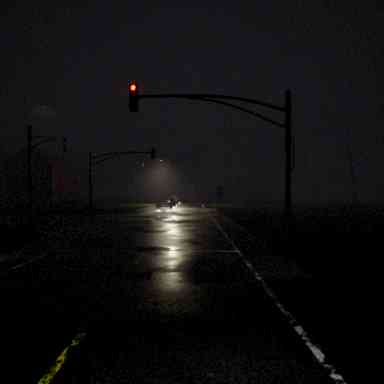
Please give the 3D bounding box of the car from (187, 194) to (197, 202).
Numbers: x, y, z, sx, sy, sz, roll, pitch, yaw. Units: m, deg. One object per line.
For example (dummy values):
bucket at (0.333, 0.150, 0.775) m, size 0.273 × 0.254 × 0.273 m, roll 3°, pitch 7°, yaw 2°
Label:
car at (0.001, 1.474, 71.769) m, size 1.994 × 1.385 × 4.181 m, roll 0°, pitch 0°, yaw 0°

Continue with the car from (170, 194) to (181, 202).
car at (-3.501, 1.266, 72.458) m, size 2.097 × 1.767 × 4.553 m, roll 0°, pitch 0°, yaw 0°

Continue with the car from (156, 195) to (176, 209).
car at (-3.591, 1.530, 44.470) m, size 1.994 × 1.385 × 4.181 m, roll 0°, pitch 0°, yaw 0°

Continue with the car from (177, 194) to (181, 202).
car at (-3.562, 1.416, 62.482) m, size 1.882 × 1.535 × 5.008 m, roll 0°, pitch 0°, yaw 1°

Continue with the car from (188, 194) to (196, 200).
car at (-0.004, 1.387, 86.362) m, size 1.837 × 1.490 × 4.892 m, roll 0°, pitch 0°, yaw 0°

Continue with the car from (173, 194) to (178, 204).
car at (-3.581, 1.479, 53.131) m, size 1.812 × 1.442 × 4.674 m, roll 0°, pitch 0°, yaw 0°
